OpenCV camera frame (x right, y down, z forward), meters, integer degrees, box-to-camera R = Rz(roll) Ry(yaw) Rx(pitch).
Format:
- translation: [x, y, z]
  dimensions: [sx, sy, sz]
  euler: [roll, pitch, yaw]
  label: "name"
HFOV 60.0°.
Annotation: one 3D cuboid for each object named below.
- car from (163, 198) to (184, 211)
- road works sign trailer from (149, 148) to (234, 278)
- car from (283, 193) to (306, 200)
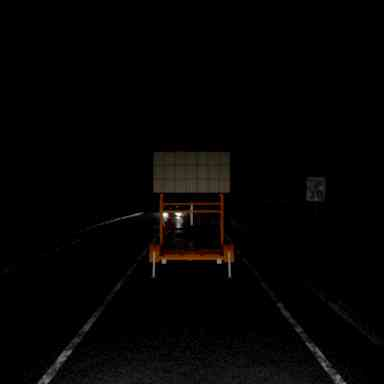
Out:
- translation: [-2.042, 1.508, 38.111]
  dimensions: [1.837, 1.490, 4.892]
  euler: [0, 0, 7]
  label: "car"
- translation: [-0.009, 0.466, 10.123]
  dimensions: [2.380, 3.560, 2.880]
  euler: [0, 0, 0]
  label: "road works sign trailer"
- translation: [21.668, 0.878, 70.290]
  dimensions: [5.357, 1.411, 2.033]
  euler: [-2, 0, -33]
  label: "car"
